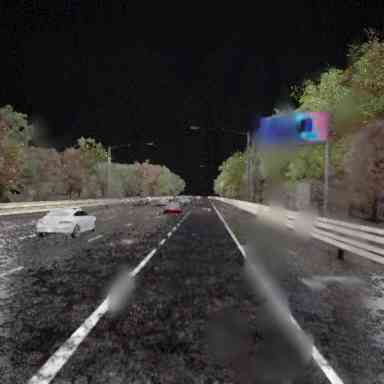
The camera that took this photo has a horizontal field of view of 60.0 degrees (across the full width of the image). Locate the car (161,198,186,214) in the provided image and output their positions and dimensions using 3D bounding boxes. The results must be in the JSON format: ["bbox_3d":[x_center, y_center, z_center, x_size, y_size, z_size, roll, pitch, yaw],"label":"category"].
[{"bbox_3d":[-2.136,1.799,39.169,1.994,1.385,4.181,1,0,2],"label":"car"}]

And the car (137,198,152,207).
[{"bbox_3d":[-8.326,1.819,58.473,1.837,1.490,4.892,1,0,2],"label":"car"}]

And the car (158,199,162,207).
[{"bbox_3d":[-4.834,1.907,58.261,1.994,1.385,4.181,1,0,2],"label":"car"}]

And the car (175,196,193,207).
[{"bbox_3d":[-1.345,1.724,57.989,2.097,1.767,4.553,1,0,2],"label":"car"}]

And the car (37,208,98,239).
[{"bbox_3d":[-6.543,1.583,17.814,1.812,1.442,4.674,1,0,2],"label":"car"}]
